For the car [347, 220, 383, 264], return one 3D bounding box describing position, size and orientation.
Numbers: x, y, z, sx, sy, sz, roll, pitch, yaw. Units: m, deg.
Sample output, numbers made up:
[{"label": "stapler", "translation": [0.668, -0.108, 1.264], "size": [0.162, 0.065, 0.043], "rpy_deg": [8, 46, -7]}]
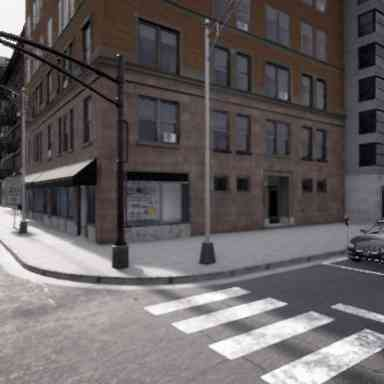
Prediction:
[{"label": "car", "translation": [6.939, 1.599, 11.135], "size": [4.403, 1.369, 2.008], "rpy_deg": [0, 0, -35]}]
